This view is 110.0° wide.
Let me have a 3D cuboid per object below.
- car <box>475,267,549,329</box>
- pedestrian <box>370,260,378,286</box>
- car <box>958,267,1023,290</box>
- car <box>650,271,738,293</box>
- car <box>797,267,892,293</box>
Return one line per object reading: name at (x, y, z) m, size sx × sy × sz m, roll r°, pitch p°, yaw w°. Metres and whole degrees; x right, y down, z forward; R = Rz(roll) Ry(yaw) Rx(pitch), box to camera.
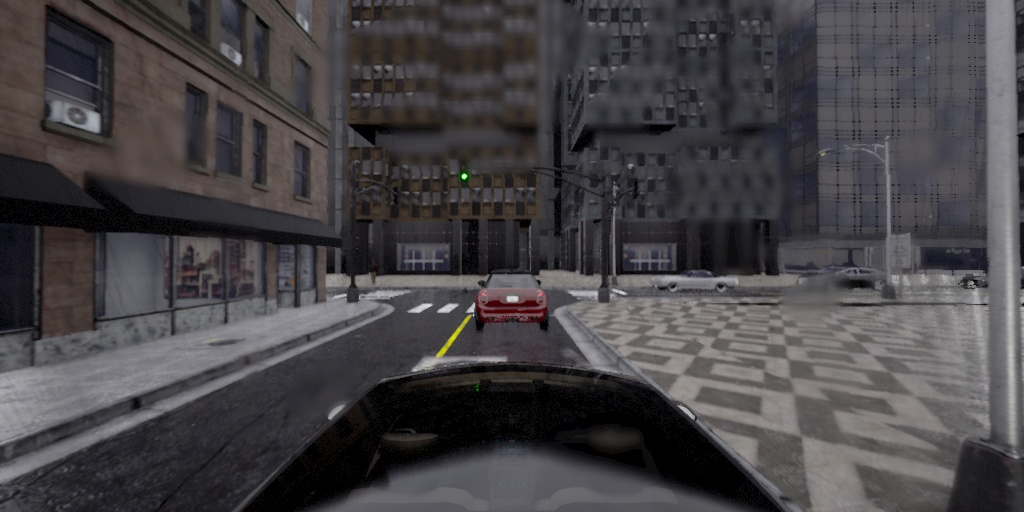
car at (-0.059, 1.216, 11.861) m, size 2.097 × 1.767 × 4.553 m, roll 0°, pitch -1°, yaw -2°
pedestrian at (-9.872, 1.170, 25.575) m, size 0.375 × 1.860 × 0.375 m, roll 0°, pitch -1°, yaw 1°
car at (30.735, 1.441, 22.135) m, size 4.892 × 1.490 × 1.837 m, roll 0°, pitch -1°, yaw 1°
car at (11.165, 1.565, 22.331) m, size 4.718 × 1.301 × 1.895 m, roll 0°, pitch -1°, yaw 1°
car at (20.509, 1.442, 22.241) m, size 4.902 × 1.511 × 2.128 m, roll 0°, pitch -1°, yaw 1°
